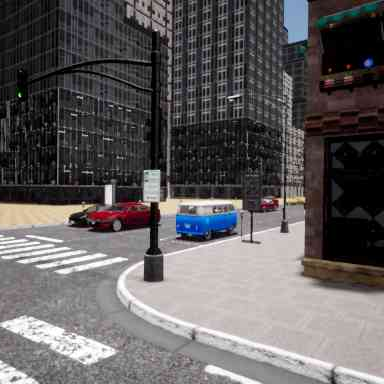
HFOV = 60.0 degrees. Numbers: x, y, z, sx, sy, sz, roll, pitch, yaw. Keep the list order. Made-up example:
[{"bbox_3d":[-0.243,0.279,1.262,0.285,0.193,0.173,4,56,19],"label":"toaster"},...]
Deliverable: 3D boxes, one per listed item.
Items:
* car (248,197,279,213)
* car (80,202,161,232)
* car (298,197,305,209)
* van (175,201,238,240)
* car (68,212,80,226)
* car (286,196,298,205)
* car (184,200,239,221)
[{"bbox_3d":[7.777,1.505,36.660,1.895,1.301,4.718,1,1,36],"label":"car"},{"bbox_3d":[-3.974,1.418,20.209,1.882,1.535,5.008,1,1,34],"label":"car"},{"bbox_3d":[15.654,1.429,42.299,2.128,1.511,4.902,1,1,36],"label":"car"},{"bbox_3d":[0.862,1.368,17.019,1.690,1.788,3.998,1,1,36],"label":"van"},{"bbox_3d":[-5.961,1.467,21.892,1.947,1.339,4.313,1,1,36],"label":"car"},{"bbox_3d":[16.447,1.364,53.271,1.752,1.417,4.829,1,1,36],"label":"car"},{"bbox_3d":[1.779,1.469,28.268,2.033,1.411,5.357,1,1,36],"label":"car"}]
